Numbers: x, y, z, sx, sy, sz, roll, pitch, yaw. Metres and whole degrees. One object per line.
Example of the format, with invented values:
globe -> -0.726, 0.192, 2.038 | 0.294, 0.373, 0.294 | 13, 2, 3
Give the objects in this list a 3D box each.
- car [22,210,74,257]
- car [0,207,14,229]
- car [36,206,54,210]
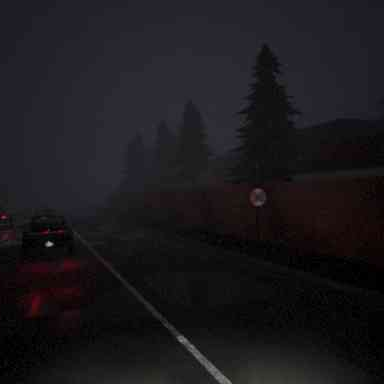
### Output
car -> -6.263, 1.759, 14.500 | 2.128, 1.511, 4.902 | -2, 0, -24
car -> -15.651, 1.988, 26.701 | 2.097, 1.767, 4.553 | -2, 0, -24
car -> -13.210, 2.039, 29.809 | 1.882, 1.535, 5.008 | -2, 0, -24
